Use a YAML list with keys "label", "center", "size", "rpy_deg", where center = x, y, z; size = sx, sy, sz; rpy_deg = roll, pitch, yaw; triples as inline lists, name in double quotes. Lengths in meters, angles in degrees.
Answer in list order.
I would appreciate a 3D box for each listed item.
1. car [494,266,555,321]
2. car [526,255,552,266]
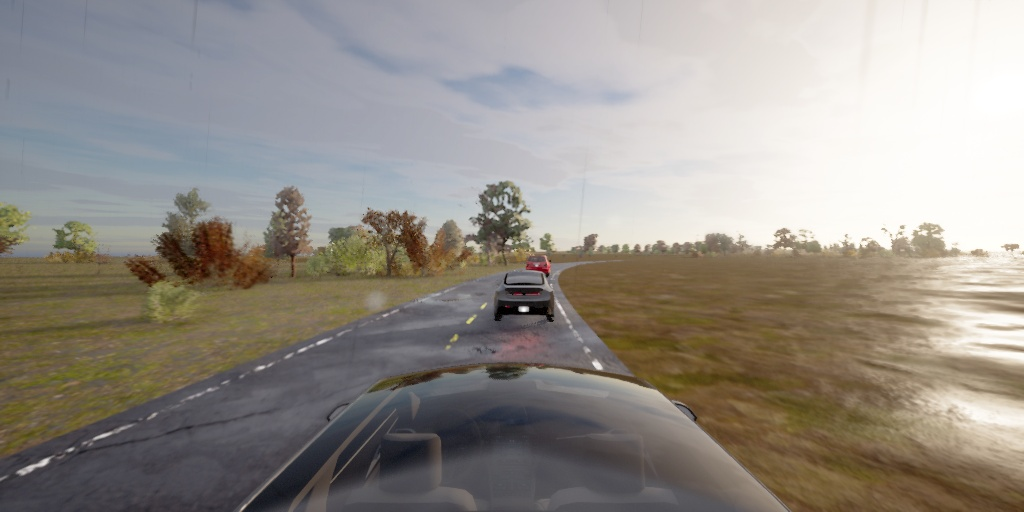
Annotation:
- label: "car"
  center: [0.452, 1.252, 12.550]
  size: [1.837, 1.490, 4.892]
  rpy_deg: [0, 0, 3]
- label: "car"
  center: [2.598, 0.948, 34.819]
  size: [2.150, 2.045, 5.566]
  rpy_deg: [0, 0, 8]
